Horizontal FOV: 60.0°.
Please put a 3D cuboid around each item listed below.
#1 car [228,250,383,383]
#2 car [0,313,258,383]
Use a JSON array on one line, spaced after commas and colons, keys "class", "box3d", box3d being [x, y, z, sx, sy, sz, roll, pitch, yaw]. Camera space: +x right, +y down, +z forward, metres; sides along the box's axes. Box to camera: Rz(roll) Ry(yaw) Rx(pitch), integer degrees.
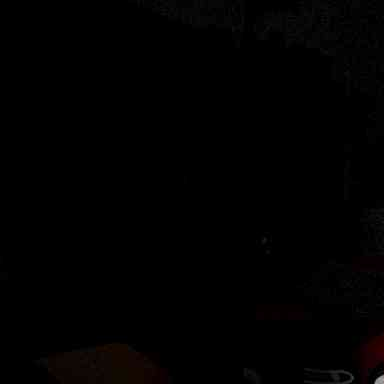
[{"class": "car", "box3d": [2.402, 1.541, 4.551, 4.507, 1.381, 1.887, 0, 1, -36]}, {"class": "car", "box3d": [-2.089, 1.526, 1.290, 4.829, 1.417, 1.752, 0, 1, -36]}]
